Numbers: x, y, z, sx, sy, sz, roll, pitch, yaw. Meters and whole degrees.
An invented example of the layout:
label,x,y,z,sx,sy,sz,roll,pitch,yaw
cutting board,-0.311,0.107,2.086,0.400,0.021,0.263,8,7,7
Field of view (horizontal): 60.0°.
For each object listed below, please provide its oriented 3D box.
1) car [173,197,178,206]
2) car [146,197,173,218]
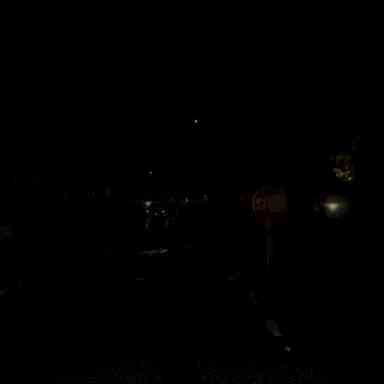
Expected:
label,x,y,z,sx,sy,sz,roll,pitch,yaw
car,-3.194,1.540,53.919,1.812,1.442,4.674,0,0,0
car,-2.997,1.513,30.017,1.837,1.490,4.892,0,2,0
